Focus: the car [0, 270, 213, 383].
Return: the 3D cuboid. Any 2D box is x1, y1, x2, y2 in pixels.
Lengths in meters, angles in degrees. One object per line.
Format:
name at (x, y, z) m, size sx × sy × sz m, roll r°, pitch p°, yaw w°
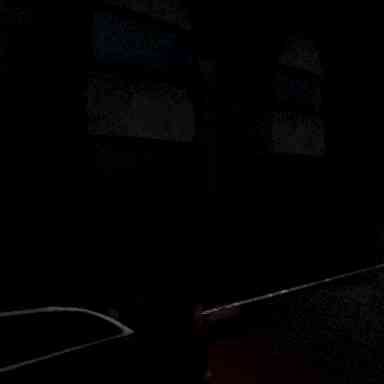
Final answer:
car at (-2.107, 1.491, 2.477) m, size 4.902 × 1.511 × 2.128 m, roll 0°, pitch 0°, yaw -35°
